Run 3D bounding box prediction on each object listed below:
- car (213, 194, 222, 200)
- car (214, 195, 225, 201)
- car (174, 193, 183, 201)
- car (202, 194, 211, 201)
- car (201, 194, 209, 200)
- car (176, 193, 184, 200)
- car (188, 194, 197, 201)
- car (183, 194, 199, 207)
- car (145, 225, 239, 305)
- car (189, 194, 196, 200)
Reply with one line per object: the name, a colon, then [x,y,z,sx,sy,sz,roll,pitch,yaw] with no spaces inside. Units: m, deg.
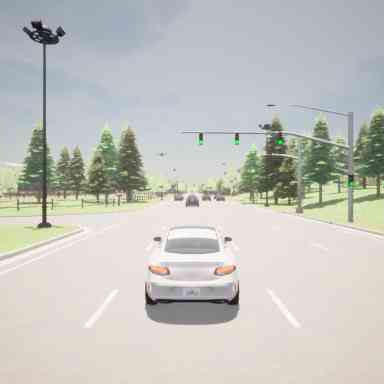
car: [7.121,1.385,92.883,1.994,1.385,4.181,0,0,0]
car: [7.108,1.517,82.463,2.128,1.511,4.902,0,0,0]
car: [-3.392,1.544,82.860,1.994,1.385,4.181,0,0,0]
car: [3.608,1.348,82.854,2.097,1.767,4.553,0,0,0]
car: [3.621,1.372,92.887,2.033,1.411,5.357,0,0,0]
car: [-3.379,1.187,92.866,2.097,1.767,4.553,0,0,0]
car: [0.108,1.348,82.858,2.097,1.767,4.553,0,0,0]
car: [0.068,1.352,51.829,2.097,1.767,4.553,0,0,0]
car: [0.017,1.526,7.956,1.812,1.442,4.674,0,0,0]
car: [0.121,1.332,92.892,1.837,1.490,4.892,0,0,0]
